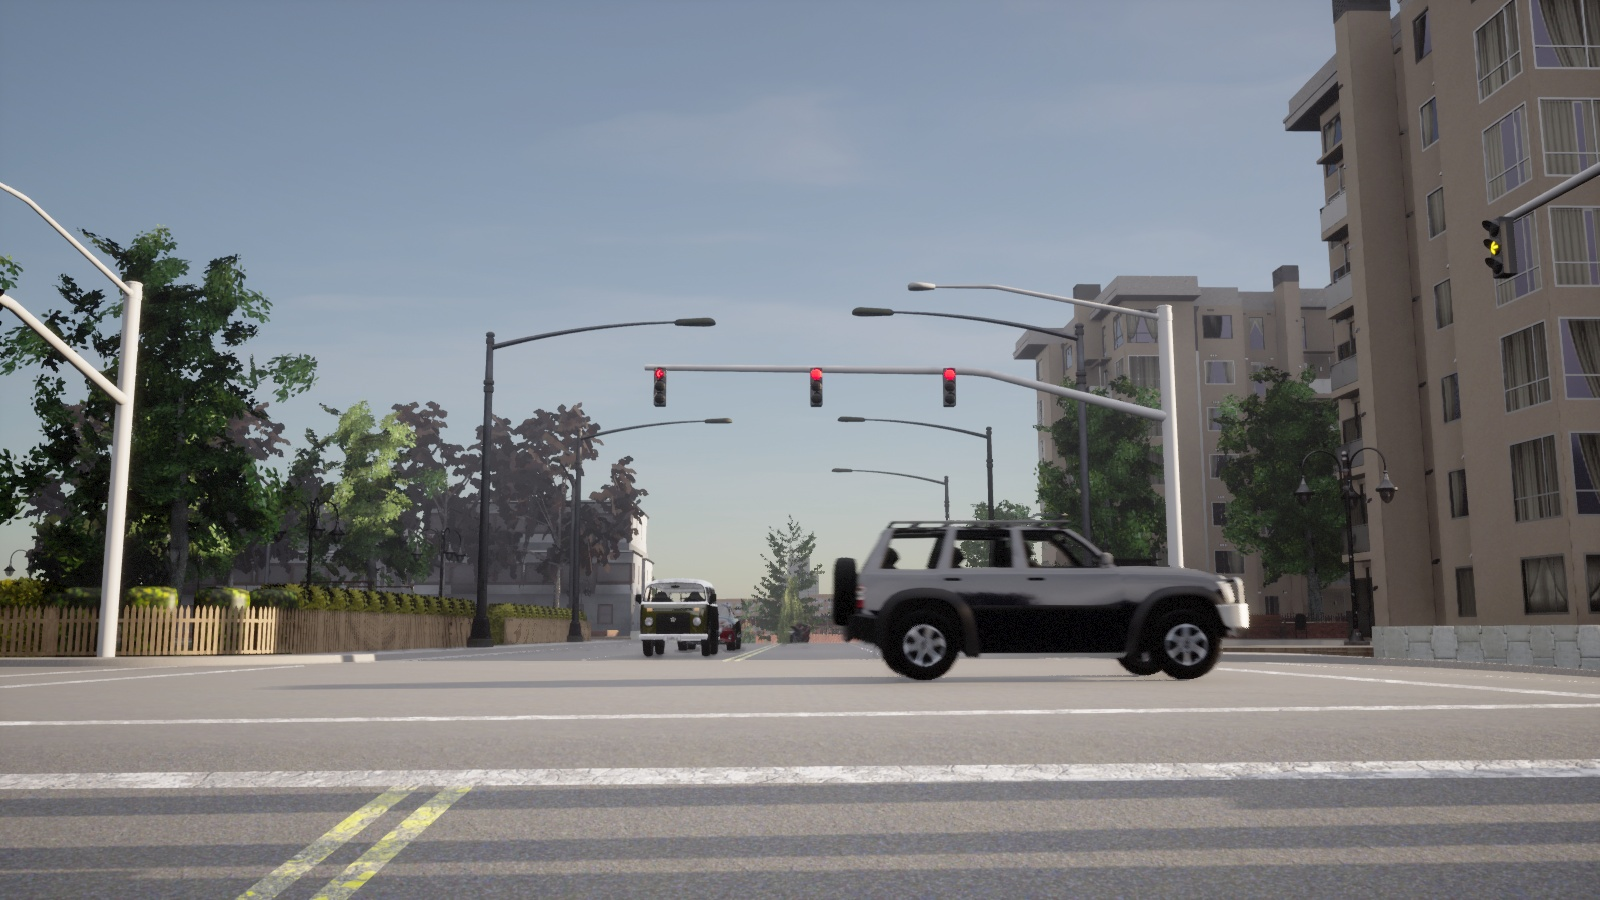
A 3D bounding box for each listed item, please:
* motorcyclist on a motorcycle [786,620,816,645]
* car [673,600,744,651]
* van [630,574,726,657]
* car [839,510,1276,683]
[{"bbox_3d":[0.082,11.752,80.755,0.866,1.530,2.191,-8,-12,32],"label":"motorcyclist on a motorcycle"},{"bbox_3d":[-3.064,6.025,43.031,2.033,1.649,4.856,0,-8,0],"label":"car"},{"bbox_3d":[-3.160,4.443,33.520,2.069,2.038,4.480,0,-8,1],"label":"van"},{"bbox_3d":[2.794,1.717,14.552,4.605,1.855,1.932,0,-9,0],"label":"car"}]
